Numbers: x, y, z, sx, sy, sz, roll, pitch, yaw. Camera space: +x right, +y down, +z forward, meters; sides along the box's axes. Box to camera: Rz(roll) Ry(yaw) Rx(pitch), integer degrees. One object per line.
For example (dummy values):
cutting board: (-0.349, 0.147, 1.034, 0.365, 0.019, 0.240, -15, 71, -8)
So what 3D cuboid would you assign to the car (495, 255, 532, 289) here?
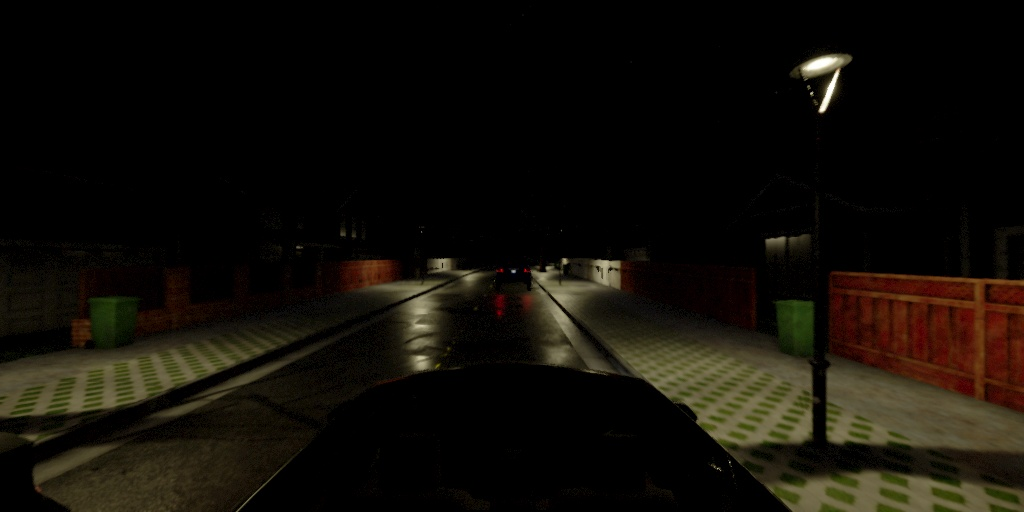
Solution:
car: (0.093, 0.979, 23.091, 2.150, 2.045, 5.566, 0, 0, 0)
